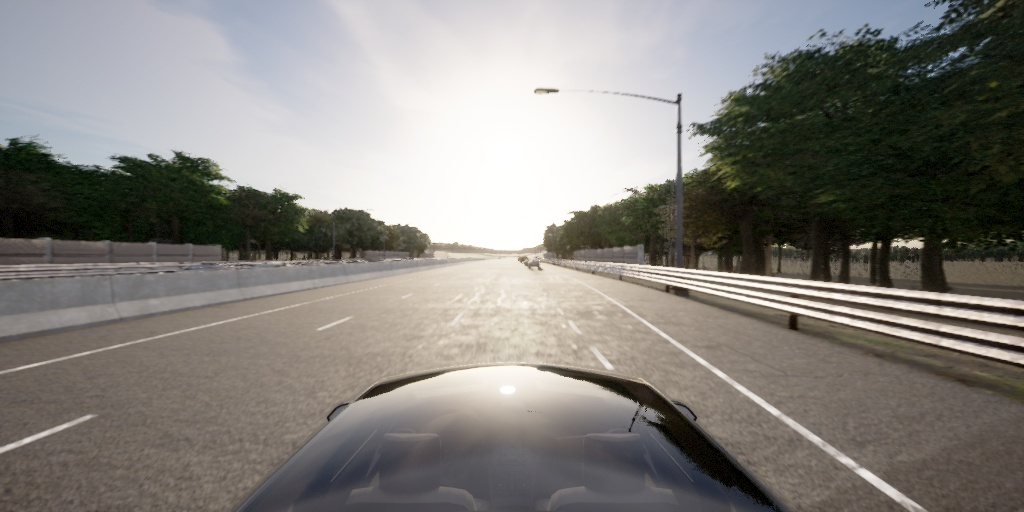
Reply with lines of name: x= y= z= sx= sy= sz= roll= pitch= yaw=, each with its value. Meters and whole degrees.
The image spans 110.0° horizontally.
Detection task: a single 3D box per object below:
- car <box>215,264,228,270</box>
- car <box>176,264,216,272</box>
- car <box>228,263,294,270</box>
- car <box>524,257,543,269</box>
car: x=-21.069 y=1.365 z=29.185 sx=1.895 sy=1.301 sz=4.718 roll=0 pitch=0 yaw=0
car: x=-24.570 y=1.328 z=28.660 sx=1.994 sy=1.385 sz=4.181 roll=0 pitch=0 yaw=0
car: x=-17.578 y=1.265 z=26.049 sx=1.837 sy=1.490 sz=4.892 roll=0 pitch=0 yaw=0
car: x=3.505 y=1.248 z=57.904 sx=2.128 sy=1.511 sz=4.902 roll=0 pitch=0 yaw=0
